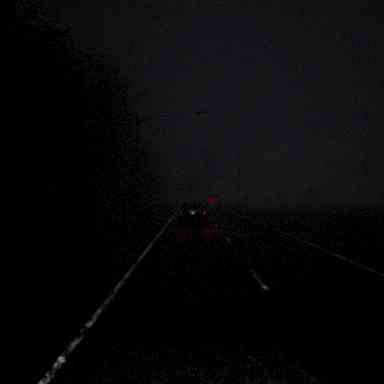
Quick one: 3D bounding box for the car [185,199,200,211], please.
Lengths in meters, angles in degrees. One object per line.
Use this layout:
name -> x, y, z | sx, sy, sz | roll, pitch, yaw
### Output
car -> 0.029, 1.649, 43.998 | 1.837, 1.490, 4.892 | 0, 0, 0

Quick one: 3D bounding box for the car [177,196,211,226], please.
car -> 0.061, 1.431, 24.102 | 2.097, 1.767, 4.553 | 0, 0, 0

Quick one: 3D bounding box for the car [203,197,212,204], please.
car -> 3.384, 1.768, 73.536 | 1.812, 1.442, 4.674 | 0, 0, 0

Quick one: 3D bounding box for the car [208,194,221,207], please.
car -> 3.516, 1.401, 54.006 | 2.150, 2.045, 5.566 | 0, 0, 0
